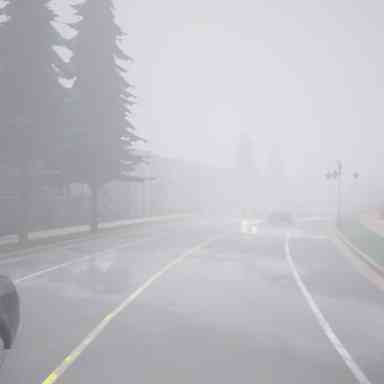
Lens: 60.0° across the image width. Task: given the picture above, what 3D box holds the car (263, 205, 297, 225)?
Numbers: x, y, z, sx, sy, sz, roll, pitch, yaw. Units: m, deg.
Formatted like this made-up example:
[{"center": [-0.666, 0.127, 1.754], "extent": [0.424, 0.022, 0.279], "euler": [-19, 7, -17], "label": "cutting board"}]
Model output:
[{"center": [7.549, 1.915, 28.184], "extent": [1.812, 1.442, 4.674], "euler": [0, -1, 22], "label": "car"}]

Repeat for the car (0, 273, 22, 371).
[{"center": [-3.316, 1.491, 2.431], "extent": [2.128, 1.511, 4.902], "euler": [0, -1, 5], "label": "car"}]

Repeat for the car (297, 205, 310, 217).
[{"center": [12.489, 2.156, 38.839], "extent": [1.895, 1.301, 4.718], "euler": [0, -1, 28], "label": "car"}]

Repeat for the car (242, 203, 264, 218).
[{"center": [6.748, 1.956, 35.455], "extent": [2.128, 1.511, 4.902], "euler": [0, -1, 25], "label": "car"}]
